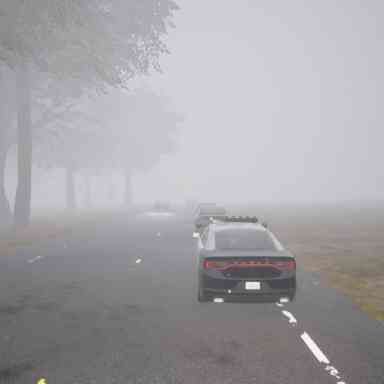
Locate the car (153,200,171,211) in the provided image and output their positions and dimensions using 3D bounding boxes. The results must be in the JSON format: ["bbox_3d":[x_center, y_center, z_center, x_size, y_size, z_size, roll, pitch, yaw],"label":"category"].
[{"bbox_3d":[-3.576,1.619,39.946,1.895,1.301,4.718,0,0,0],"label":"car"}]

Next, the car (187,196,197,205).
[{"bbox_3d":[0.037,1.576,63.656,1.882,1.535,5.008,0,0,0],"label":"car"}]

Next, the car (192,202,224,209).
[{"bbox_3d":[1.062,1.505,18.256,1.837,1.490,4.892,0,0,0],"label":"car"}]

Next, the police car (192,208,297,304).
[{"bbox_3d":[1.057,1.423,8.364,1.930,1.638,5.238,0,0,0],"label":"police car"}]

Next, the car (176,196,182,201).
[{"bbox_3d":[-3.446,1.881,91.415,1.895,1.301,4.718,0,0,0],"label":"car"}]

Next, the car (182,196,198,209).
[{"bbox_3d":[0.053,1.579,45.925,2.033,1.411,5.357,0,0,0],"label":"car"}]

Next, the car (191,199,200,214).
[{"bbox_3d":[1.065,1.508,24.258,1.837,1.490,4.892,0,0,0],"label":"car"}]
